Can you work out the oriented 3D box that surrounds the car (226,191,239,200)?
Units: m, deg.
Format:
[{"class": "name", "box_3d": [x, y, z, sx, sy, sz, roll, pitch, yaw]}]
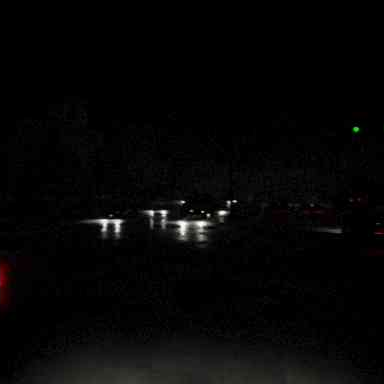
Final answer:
[{"class": "car", "box_3d": [6.530, 0.492, 54.338, 1.994, 1.385, 4.181, -1, 5, 14]}]

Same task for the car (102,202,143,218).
[{"class": "car", "box_3d": [-6.307, 1.613, 31.012, 2.033, 1.411, 5.357, -1, 0, 13]}]

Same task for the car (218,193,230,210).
[{"class": "car", "box_3d": [3.086, 1.299, 40.166, 1.882, 1.535, 5.008, -1, 2, 14]}]

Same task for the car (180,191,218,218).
[{"class": "car", "box_3d": [0.594, 1.173, 29.775, 2.150, 2.045, 5.566, -1, 0, 14]}]

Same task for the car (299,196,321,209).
[{"class": "car", "box_3d": [13.728, 1.146, 38.824, 1.812, 1.442, 4.674, -1, 2, 13]}]

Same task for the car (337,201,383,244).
[{"class": "car", "box_3d": [8.003, 1.359, 14.746, 1.837, 1.490, 4.892, -1, 0, 13]}]

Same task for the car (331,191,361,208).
[{"class": "car", "box_3d": [16.697, 0.851, 36.153, 2.150, 2.045, 5.566, -1, 1, 13]}]

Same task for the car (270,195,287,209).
[{"class": "car", "box_3d": [10.452, 1.133, 40.116, 1.882, 1.535, 5.008, -1, 2, 13]}]

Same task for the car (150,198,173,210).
[{"class": "car", "box_3d": [-3.721, 1.456, 41.791, 1.812, 1.442, 4.674, -1, 1, 14]}]
